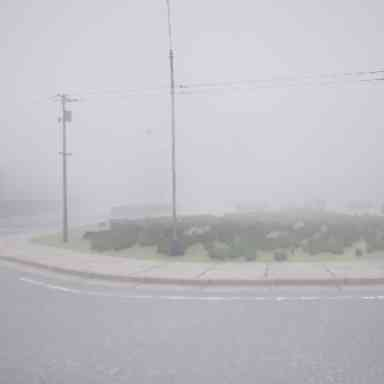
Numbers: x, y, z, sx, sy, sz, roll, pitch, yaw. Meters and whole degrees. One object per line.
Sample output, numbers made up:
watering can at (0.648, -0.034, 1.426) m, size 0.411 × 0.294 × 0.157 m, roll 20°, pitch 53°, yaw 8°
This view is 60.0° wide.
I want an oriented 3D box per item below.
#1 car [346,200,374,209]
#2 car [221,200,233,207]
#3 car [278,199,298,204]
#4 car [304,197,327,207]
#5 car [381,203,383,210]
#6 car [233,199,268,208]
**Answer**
car at (26.030, 1.917, 51.778) m, size 2.033 × 1.411 × 5.357 m, roll -1°, pitch -1°, yaw -1°
car at (8.126, 2.506, 70.791) m, size 3.905 × 1.438 × 1.784 m, roll -1°, pitch -1°, yaw -1°
car at (20.963, 2.291, 72.239) m, size 4.193 × 1.474 × 1.816 m, roll -1°, pitch -1°, yaw -1°
car at (21.791, 1.868, 58.775) m, size 3.866 × 1.878 × 1.905 m, roll -1°, pitch -1°, yaw -1°
car at (22.267, 1.639, 34.574) m, size 4.611 × 1.667 × 2.242 m, roll -1°, pitch -1°, yaw -1°
car at (8.741, 1.924, 48.326) m, size 4.605 × 1.855 × 1.932 m, roll -1°, pitch -1°, yaw -1°
